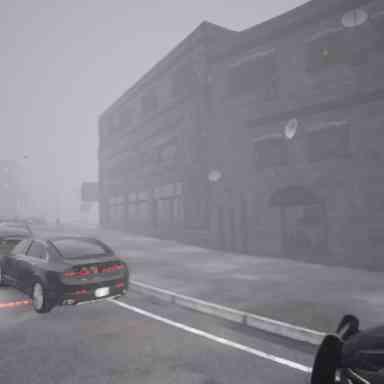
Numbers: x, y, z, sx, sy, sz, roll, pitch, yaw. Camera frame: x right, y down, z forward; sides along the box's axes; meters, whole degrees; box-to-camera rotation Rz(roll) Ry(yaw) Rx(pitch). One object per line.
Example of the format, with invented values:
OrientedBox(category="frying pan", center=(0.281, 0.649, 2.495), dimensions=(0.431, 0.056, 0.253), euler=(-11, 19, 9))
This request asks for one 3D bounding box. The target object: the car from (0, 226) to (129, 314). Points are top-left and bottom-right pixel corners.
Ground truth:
OrientedBox(category="car", center=(-3.493, 1.827, 8.493), dimensions=(1.837, 1.490, 4.892), euler=(3, -3, -44))

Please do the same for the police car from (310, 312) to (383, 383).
OrientedBox(category="police car", center=(3.593, 1.611, 2.267), dimensions=(5.238, 1.638, 1.930), euler=(0, -3, 37))

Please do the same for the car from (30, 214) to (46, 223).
OrientedBox(category="car", center=(-20.948, 3.620, 44.625), dimensions=(1.812, 1.442, 4.674), euler=(-1, -3, -11))

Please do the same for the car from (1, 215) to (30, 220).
OrientedBox(category="car", center=(-18.690, 3.105, 34.560), dimensions=(1.895, 1.301, 4.718), euler=(-1, -3, -13))

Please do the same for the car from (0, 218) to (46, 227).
OrientedBox(category="car", center=(-7.257, 1.971, 12.809), dimensions=(1.837, 1.490, 4.892), euler=(2, -3, -38))
